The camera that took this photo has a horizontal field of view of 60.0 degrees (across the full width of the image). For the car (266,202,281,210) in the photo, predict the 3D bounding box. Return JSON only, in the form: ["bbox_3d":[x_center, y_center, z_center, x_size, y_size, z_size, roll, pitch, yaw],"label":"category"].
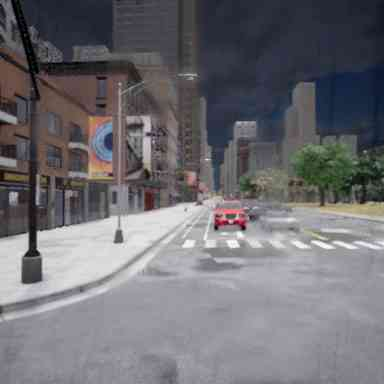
[{"bbox_3d":[15.453,2.638,63.366,2.033,1.411,5.357,0,-1,4],"label":"car"}]

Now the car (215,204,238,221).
[{"bbox_3d":[3.450,2.071,34.159,2.128,1.511,4.902,0,-1,4],"label":"car"}]

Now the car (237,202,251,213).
[{"bbox_3d":[8.101,2.372,52.256,1.882,1.535,5.008,0,-1,5],"label":"car"}]

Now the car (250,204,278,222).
[{"bbox_3d":[6.520,2.136,31.558,1.895,1.301,4.718,0,-1,4],"label":"car"}]

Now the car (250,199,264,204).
[{"bbox_3d":[7.278,1.934,41.818,2.150,2.045,5.566,0,-1,4],"label":"car"}]

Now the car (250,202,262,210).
[{"bbox_3d":[12.212,2.619,63.603,1.812,1.442,4.674,0,-1,4],"label":"car"}]

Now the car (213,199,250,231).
[{"bbox_3d":[2.742,1.633,24.417,2.150,2.045,5.566,0,-1,4],"label":"car"}]

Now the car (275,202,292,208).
[{"bbox_3d":[14.726,2.479,53.386,1.994,1.385,4.181,0,-1,4],"label":"car"}]

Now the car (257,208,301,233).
[{"bbox_3d":[5.874,1.978,22.421,1.895,1.301,4.718,0,-1,3],"label":"car"}]

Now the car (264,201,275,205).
[{"bbox_3d":[11.482,2.271,53.595,2.097,1.767,4.553,0,-1,4],"label":"car"}]

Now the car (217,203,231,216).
[{"bbox_3d":[4.206,2.261,44.343,1.837,1.490,4.892,0,-1,4],"label":"car"}]
